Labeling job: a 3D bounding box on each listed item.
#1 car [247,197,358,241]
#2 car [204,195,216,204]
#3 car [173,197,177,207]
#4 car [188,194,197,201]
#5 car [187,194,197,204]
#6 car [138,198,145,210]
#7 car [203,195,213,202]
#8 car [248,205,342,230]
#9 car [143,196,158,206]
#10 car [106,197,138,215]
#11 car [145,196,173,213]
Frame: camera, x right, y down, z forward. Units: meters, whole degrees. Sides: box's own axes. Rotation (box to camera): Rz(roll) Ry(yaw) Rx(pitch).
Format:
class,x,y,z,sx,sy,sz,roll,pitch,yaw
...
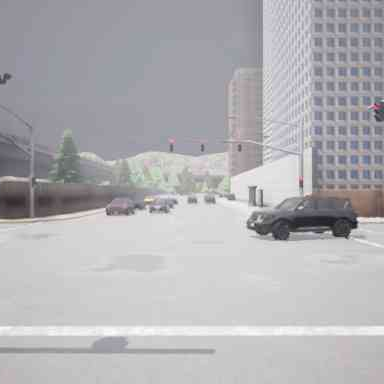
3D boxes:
class,x,y,z,sx,sy,sz,roll,pitch,yaw
car,5.581,1.254,16.783,5.566,2.045,2.150,0,0,-15
car,3.581,1.493,64.414,1.837,1.490,4.892,0,0,0
car,-3.541,1.555,45.552,1.994,1.385,4.181,0,0,-1
car,0.094,1.313,74.642,1.837,1.490,4.892,0,0,0
car,0.081,1.465,64.420,1.882,1.535,5.008,0,0,0
car,-7.040,1.593,42.034,1.895,1.301,4.718,0,0,0
car,3.594,1.353,74.637,2.033,1.411,5.357,0,0,0
car,6.463,1.582,21.330,5.357,1.411,2.033,0,0,0
car,-7.005,1.467,56.050,1.882,1.535,5.008,0,0,0
car,-7.052,1.346,33.048,2.097,1.767,4.553,0,0,0
car,-3.543,1.485,36.633,2.128,1.511,4.902,0,0,0
